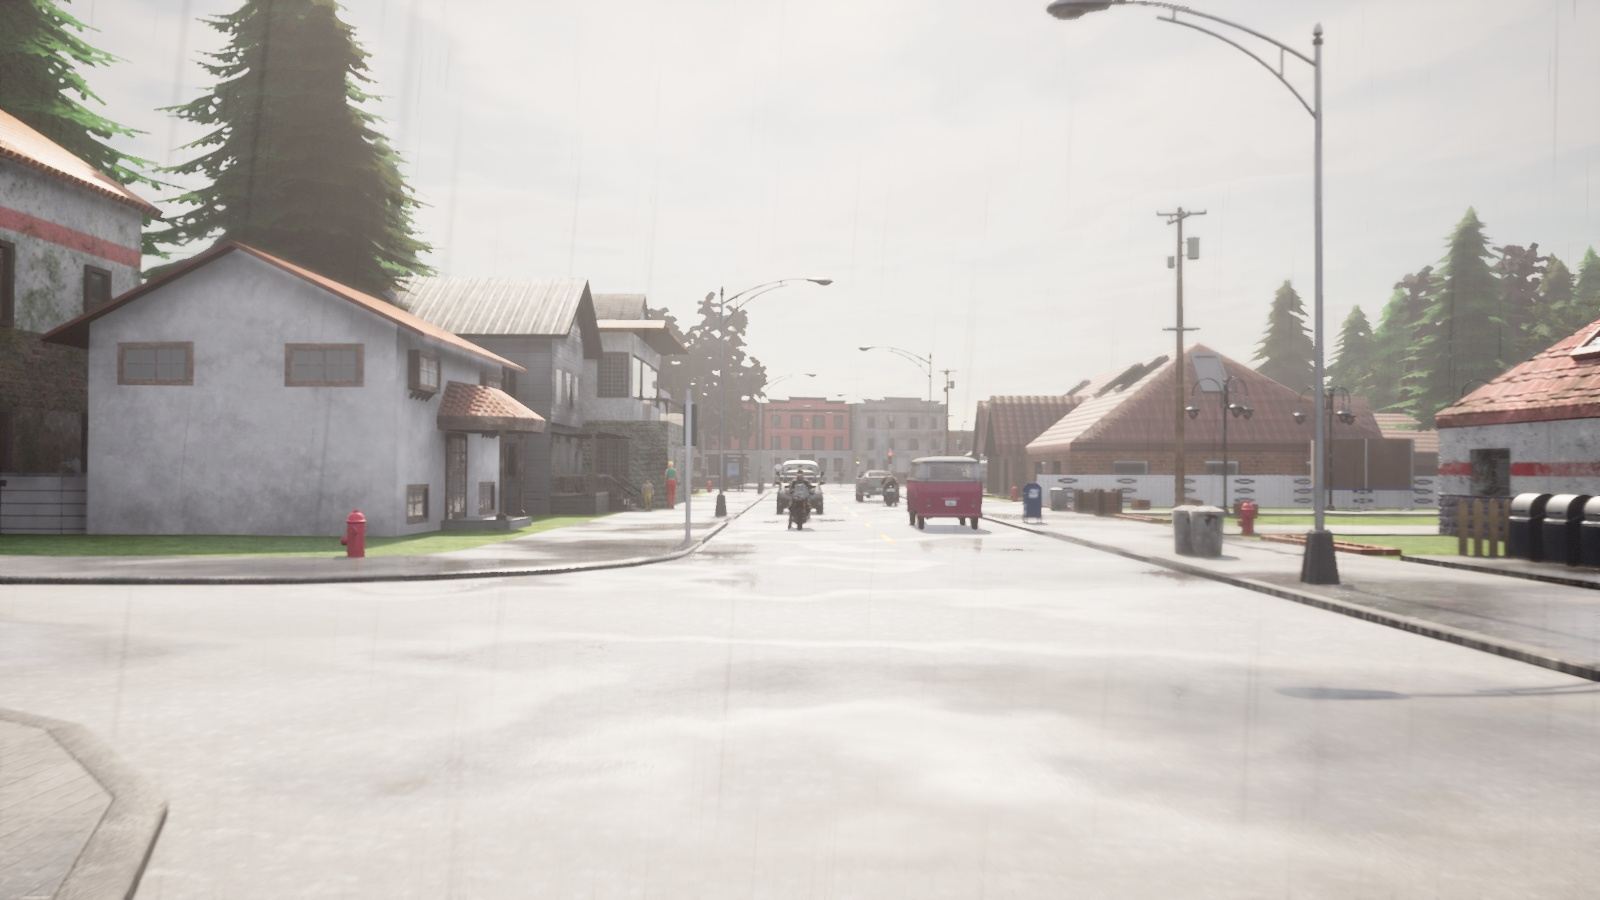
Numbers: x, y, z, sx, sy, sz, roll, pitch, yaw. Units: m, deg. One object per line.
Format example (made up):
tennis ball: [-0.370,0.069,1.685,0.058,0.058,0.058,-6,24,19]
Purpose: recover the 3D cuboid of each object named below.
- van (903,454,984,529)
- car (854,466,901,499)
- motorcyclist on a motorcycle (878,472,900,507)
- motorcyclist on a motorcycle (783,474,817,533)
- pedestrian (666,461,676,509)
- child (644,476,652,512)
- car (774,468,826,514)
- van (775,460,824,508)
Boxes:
van: [3.994,1.146,35.509,1.775,1.987,4.442,0,-1,0]
car: [3.995,1.673,65.479,2.152,1.651,5.027,0,-1,0]
motorcyclist on a motorcycle: [3.996,1.780,56.503,0.866,1.530,2.191,0,-1,0]
motorcyclist on a motorcycle: [-0.006,1.420,34.080,0.866,1.530,2.191,0,-1,0]
pedestrian: [-4.986,1.356,48.471,0.345,1.836,0.594,0,-1,-2]
child: [-5.402,1.573,44.603,0.270,1.263,0.437,0,-1,-2]
car: [-0.005,1.496,46.766,1.851,1.617,3.988,0,-1,0]
van: [-0.006,1.463,55.253,2.069,2.038,4.480,0,-1,0]
